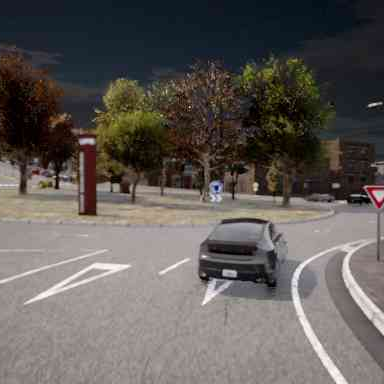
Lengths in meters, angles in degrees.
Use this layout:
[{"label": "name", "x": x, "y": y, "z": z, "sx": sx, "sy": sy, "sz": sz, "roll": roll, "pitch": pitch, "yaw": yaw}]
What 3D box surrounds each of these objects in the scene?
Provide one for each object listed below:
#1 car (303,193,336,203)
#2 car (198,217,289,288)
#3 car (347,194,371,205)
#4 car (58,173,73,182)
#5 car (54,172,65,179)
[{"label": "car", "x": 19.653, "y": 0.886, "z": 51.508, "sx": 2.033, "sy": 1.411, "sz": 5.357, "roll": -1, "pitch": 2, "yaw": -21}, {"label": "car", "x": 1.582, "y": 1.476, "z": 9.362, "sx": 1.837, "sy": 1.490, "sz": 4.892, "roll": 1, "pitch": 0, "yaw": 19}, {"label": "car", "x": 23.094, "y": 0.977, "z": 45.911, "sx": 1.882, "sy": 1.535, "sz": 5.008, "roll": 1, "pitch": 1, "yaw": 44}, {"label": "car", "x": -31.087, "y": -3.419, "z": 85.438, "sx": 2.231, "sy": 1.521, "sz": 4.892, "roll": 7, "pitch": 6, "yaw": 28}, {"label": "car", "x": -33.084, "y": -3.730, "z": 87.713, "sx": 2.002, "sy": 1.452, "sz": 4.674, "roll": 7, "pitch": 6, "yaw": 28}]
